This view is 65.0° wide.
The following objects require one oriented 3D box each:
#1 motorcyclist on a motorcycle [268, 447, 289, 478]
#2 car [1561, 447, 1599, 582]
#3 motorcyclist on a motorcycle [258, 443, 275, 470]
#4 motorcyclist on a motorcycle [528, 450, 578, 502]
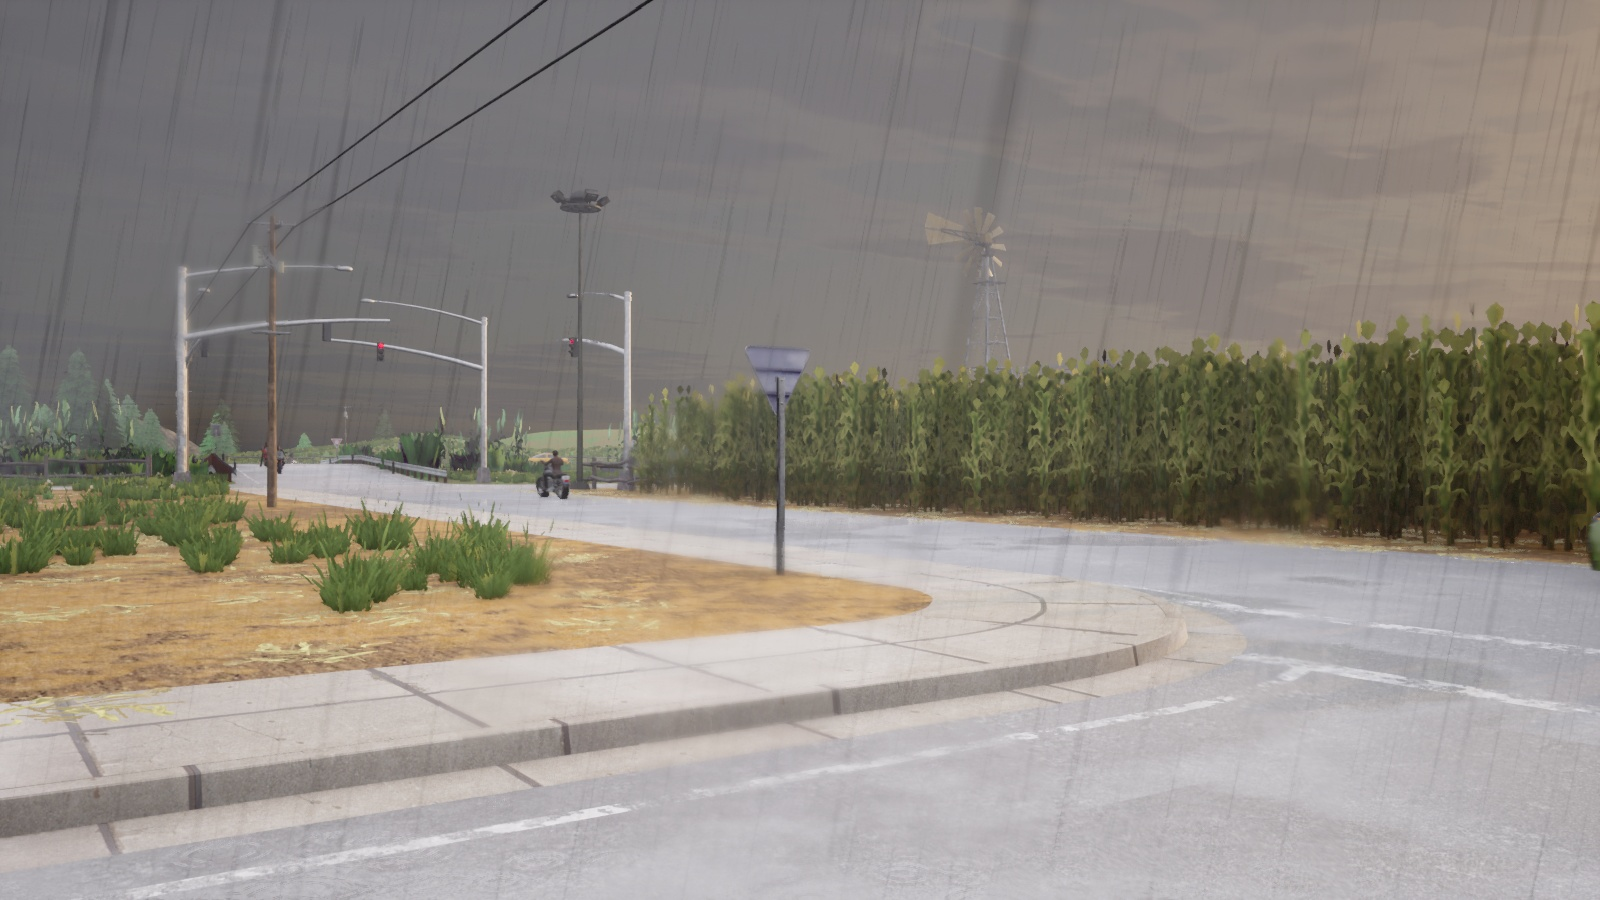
[{"bbox_3d":[-28.523,0.664,68.635,0.866,1.530,2.191,0,3,-28],"label":"motorcyclist on a motorcycle"},{"bbox_3d":[10.900,0.728,13.219,2.007,1.525,4.514,0,0,-34],"label":"car"},{"bbox_3d":[-31.882,0.371,75.027,0.797,1.523,2.044,0,1,-27],"label":"motorcyclist on a motorcycle"},{"bbox_3d":[-8.191,0.840,41.573,0.766,1.649,2.350,0,0,-34],"label":"motorcyclist on a motorcycle"}]
